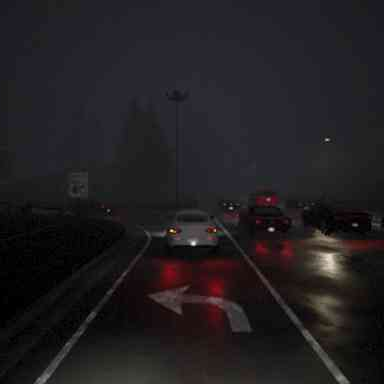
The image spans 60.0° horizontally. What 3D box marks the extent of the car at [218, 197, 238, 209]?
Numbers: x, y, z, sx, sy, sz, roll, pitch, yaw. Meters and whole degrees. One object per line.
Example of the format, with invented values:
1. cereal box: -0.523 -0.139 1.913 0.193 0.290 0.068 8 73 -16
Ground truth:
1. car: 3.608 1.159 32.852 1.895 1.301 4.718 0 1 0

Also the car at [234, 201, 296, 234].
1. car: 3.605 1.367 17.288 1.895 1.301 4.718 0 1 0

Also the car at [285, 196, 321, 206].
1. car: 10.608 1.158 32.852 1.895 1.301 4.718 0 1 0

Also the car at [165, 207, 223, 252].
1. car: -0.066 1.351 12.868 1.812 1.442 4.674 0 1 -3

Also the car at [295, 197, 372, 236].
1. car: 7.105 1.248 16.942 1.882 1.535 5.008 0 1 0

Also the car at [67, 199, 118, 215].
1. car: -8.657 1.216 28.624 4.718 1.301 1.895 1 1 36

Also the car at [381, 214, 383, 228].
1. car: 10.603 1.287 15.079 2.128 1.511 4.902 0 1 0

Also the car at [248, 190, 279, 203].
1. car: 7.109 0.771 33.483 2.150 2.045 5.566 0 1 0
